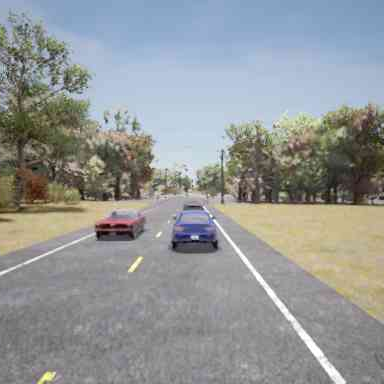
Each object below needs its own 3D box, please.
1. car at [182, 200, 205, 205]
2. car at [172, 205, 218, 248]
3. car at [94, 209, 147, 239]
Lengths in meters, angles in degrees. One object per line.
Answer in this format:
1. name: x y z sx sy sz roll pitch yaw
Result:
1. car: 0.114 1.495 31.164 1.837 1.490 4.892 0 0 0
2. car: 0.109 1.520 14.677 1.812 1.442 4.674 0 0 0
3. car: -3.590 1.594 17.316 1.895 1.301 4.718 0 0 0
